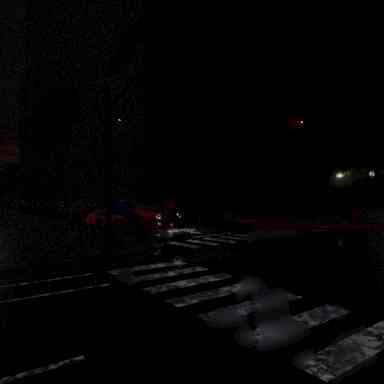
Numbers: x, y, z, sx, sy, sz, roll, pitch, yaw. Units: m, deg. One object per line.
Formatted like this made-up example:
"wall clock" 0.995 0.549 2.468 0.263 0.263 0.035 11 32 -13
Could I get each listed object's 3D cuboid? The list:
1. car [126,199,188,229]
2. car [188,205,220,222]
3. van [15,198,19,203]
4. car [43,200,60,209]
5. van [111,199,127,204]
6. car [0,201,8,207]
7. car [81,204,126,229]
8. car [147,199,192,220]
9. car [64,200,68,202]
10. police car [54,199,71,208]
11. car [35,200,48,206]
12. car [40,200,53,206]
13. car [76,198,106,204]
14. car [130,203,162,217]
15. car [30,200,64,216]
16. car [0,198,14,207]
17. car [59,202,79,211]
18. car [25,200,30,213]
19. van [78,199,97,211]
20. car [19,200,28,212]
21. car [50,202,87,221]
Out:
"car" -2.627 1.623 23.844 2.097 1.767 4.553 0 0 -35
"car" 0.581 1.830 29.450 1.887 1.381 4.507 -1 0 -35
"van" -26.190 2.123 52.399 1.690 1.788 3.998 -1 0 -35
"car" -26.886 2.388 63.522 1.837 1.490 4.892 0 -1 -35
"van" -8.249 1.833 41.901 1.690 1.788 3.998 -1 0 -35
"car" -44.407 2.771 78.045 1.802 1.307 4.206 -1 0 -35
"car" -6.279 1.844 24.381 1.752 1.417 4.829 -1 0 -35
"car" -2.366 1.669 33.601 2.192 1.841 5.009 -1 0 -35
"car" -20.207 2.036 48.712 2.097 1.767 4.553 0 -1 -35
"police car" -25.460 2.308 65.428 1.930 1.638 5.238 0 -1 -35
"car" -37.762 2.711 83.411 2.008 1.369 4.403 -1 0 -35
"car" -34.749 2.661 79.171 1.947 1.339 4.313 -1 0 -35
"car" -11.018 1.693 35.670 2.150 2.045 5.566 0 -1 -35
"car" -5.302 2.005 37.751 1.802 1.307 4.206 -1 0 -35
"car" -17.701 1.901 40.451 2.192 1.841 5.009 -1 0 -35
"car" -41.294 2.667 73.662 1.887 1.381 4.507 -1 0 -35
"car" -20.007 2.289 53.843 1.994 1.385 4.181 0 -1 -35
"car" -20.526 2.196 44.434 1.887 1.381 4.507 -1 0 -35
"van" -17.074 2.038 54.352 1.690 1.788 3.998 -1 0 -35
"car" -23.358 2.157 48.416 1.967 1.590 4.097 -1 0 -35
"car" -12.036 2.005 32.485 2.008 1.369 4.403 -1 0 -35
